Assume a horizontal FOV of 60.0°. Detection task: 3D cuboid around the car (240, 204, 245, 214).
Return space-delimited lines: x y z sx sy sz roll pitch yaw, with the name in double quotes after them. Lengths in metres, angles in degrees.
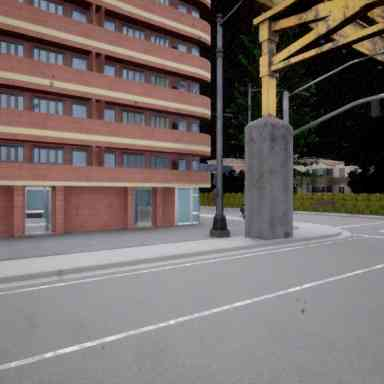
6.376 1.491 29.084 2.128 1.511 4.902 0 0 -35 "car"
